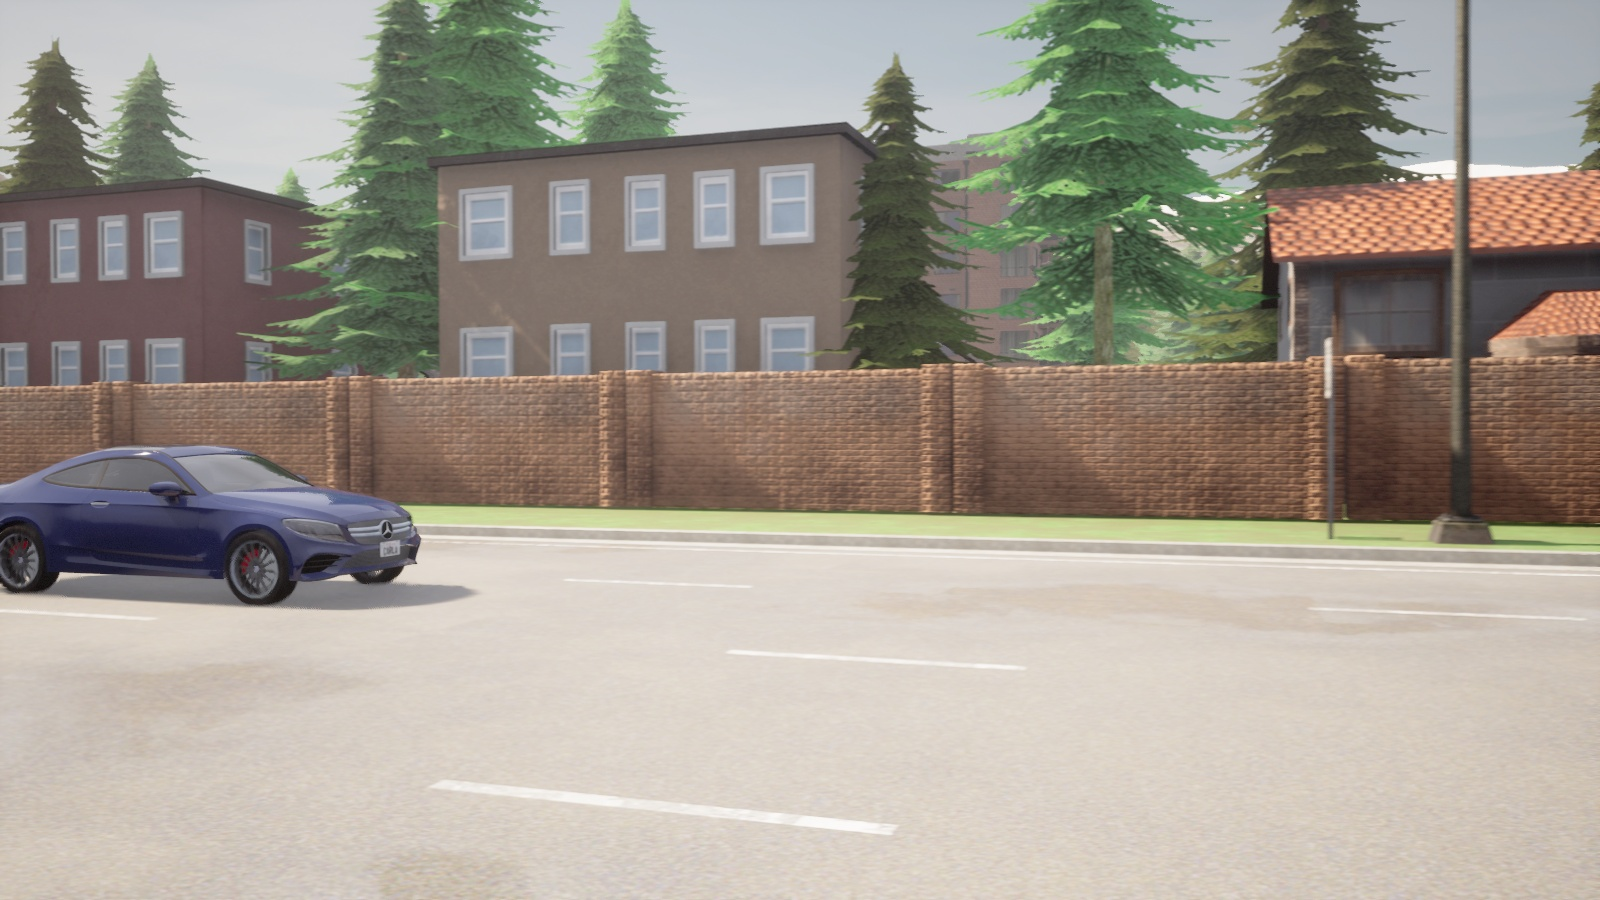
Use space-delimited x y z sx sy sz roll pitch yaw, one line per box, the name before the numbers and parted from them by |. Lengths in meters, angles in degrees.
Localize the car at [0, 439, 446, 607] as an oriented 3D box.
car | -6.092 0.627 12.629 4.674 1.442 1.812 1 1 19
